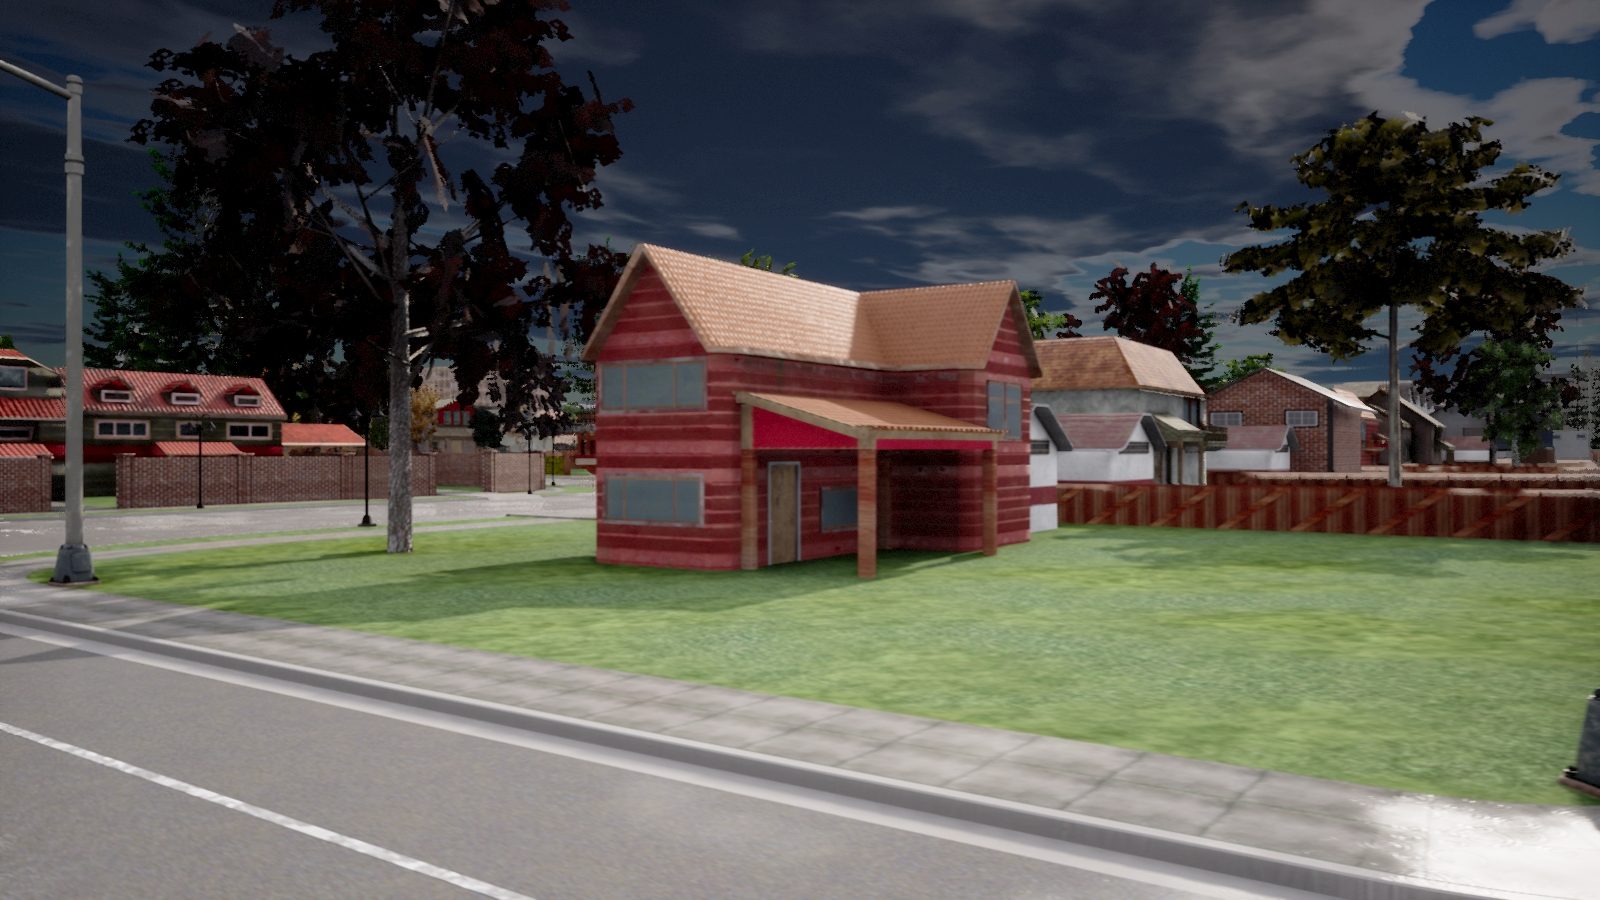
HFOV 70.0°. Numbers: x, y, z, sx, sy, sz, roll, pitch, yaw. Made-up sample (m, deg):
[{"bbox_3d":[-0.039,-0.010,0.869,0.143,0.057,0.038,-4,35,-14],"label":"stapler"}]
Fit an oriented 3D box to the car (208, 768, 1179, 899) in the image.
[{"bbox_3d":[0.789,2.106,2.569,5.357,1.411,2.033,0,0,38],"label":"car"}]
